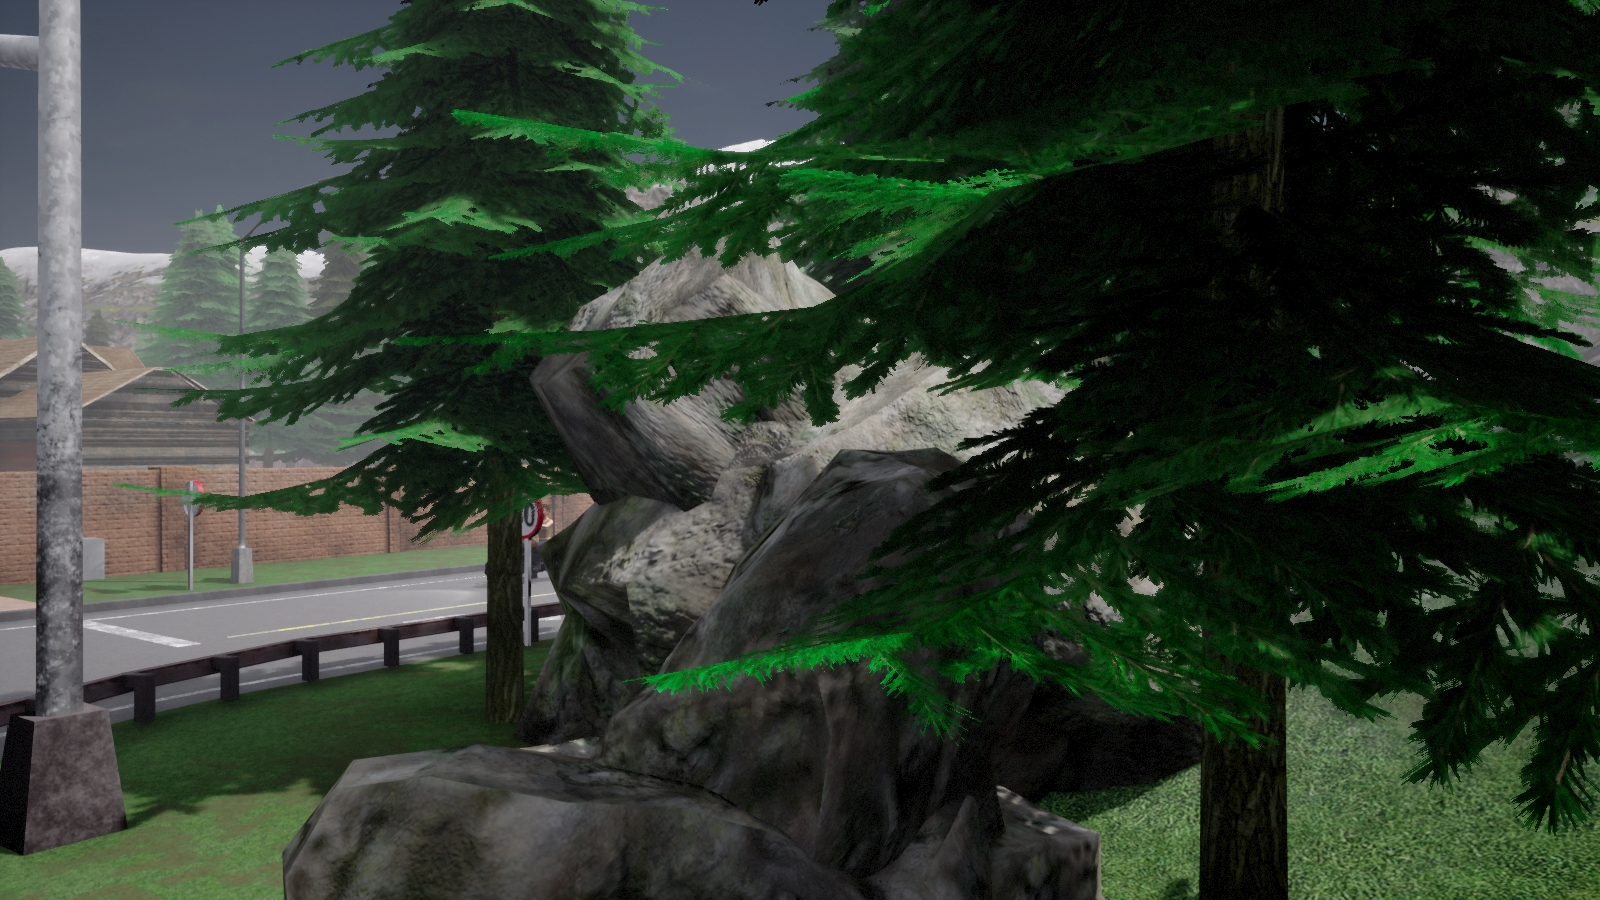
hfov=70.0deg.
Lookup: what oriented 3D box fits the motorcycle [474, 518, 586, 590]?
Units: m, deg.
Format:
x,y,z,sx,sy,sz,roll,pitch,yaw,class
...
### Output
x,y,z,sx,sy,sz,roll,pitch,yaw,class
-5.636,2.150,24.014,0.764,1.277,2.356,0,0,36,motorcycle
